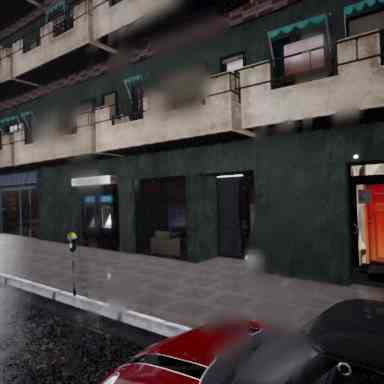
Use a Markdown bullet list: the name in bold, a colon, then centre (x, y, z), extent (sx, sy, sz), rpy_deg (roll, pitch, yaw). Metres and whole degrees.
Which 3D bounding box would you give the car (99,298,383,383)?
- **car**: centre (1.116, 1.441, 1.959), extent (4.097, 1.590, 1.967), rpy_deg (0, -2, 36)
